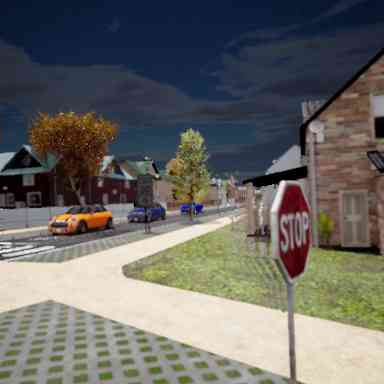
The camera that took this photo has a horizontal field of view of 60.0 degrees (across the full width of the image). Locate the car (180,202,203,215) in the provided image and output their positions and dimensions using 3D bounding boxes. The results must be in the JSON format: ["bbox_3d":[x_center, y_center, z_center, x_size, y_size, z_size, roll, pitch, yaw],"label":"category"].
[{"bbox_3d":[0.002,2.034,42.652,1.882,1.535,5.008,-3,-2,18],"label":"car"}]

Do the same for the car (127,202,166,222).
[{"bbox_3d":[-4.059,1.763,30.279,2.097,1.767,4.553,-3,-1,18],"label":"car"}]

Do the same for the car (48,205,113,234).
[{"bbox_3d":[-7.008,1.660,21.261,2.097,1.767,4.553,-3,-1,18],"label":"car"}]
